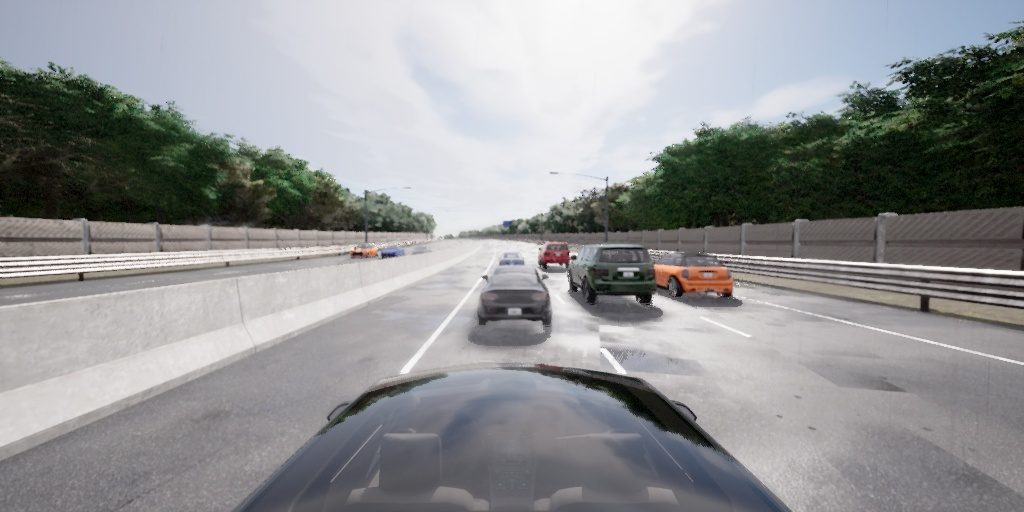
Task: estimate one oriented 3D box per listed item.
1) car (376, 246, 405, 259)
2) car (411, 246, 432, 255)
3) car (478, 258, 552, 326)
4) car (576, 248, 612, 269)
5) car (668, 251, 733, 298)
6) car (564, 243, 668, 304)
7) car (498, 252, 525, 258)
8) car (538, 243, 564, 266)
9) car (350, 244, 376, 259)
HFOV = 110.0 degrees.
[{"bbox_3d":[-14.576,-0.524,44.041,1.882,1.535,5.008,0,3,-2],"label":"car"},{"bbox_3d":[-11.080,-0.482,44.246,1.812,1.442,4.674,0,3,-2],"label":"car"},{"bbox_3d":[0.083,0.981,10.266,1.812,1.442,4.674,0,2,0],"label":"car"},{"bbox_3d":[6.916,0.145,30.709,1.837,1.490,4.892,0,3,-1],"label":"car"},{"bbox_3d":[7.086,0.632,15.079,2.097,1.767,4.553,0,2,0],"label":"car"},{"bbox_3d":[3.583,0.553,13.707,2.150,2.045,5.566,0,2,0],"label":"car"},{"bbox_3d":[-0.023,0.411,25.373,2.033,1.411,5.357,0,2,0],"label":"car"},{"bbox_3d":[3.438,-0.095,29.606,2.150,2.045,5.566,0,2,-1],"label":"car"},{"bbox_3d":[-18.075,-0.651,43.981,2.097,1.767,4.553,0,3,-2],"label":"car"}]
